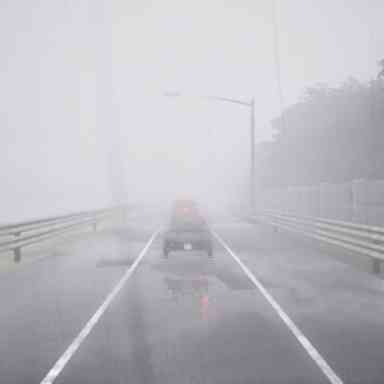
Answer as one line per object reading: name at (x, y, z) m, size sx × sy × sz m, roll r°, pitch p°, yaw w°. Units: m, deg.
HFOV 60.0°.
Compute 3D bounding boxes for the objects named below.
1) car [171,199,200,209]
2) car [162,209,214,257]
car at (-0.541, 1.552, 27.685) m, size 2.150 × 2.045 × 5.566 m, roll 0°, pitch 0°, yaw 0°
car at (-0.180, 1.658, 13.605) m, size 2.128 × 1.511 × 4.902 m, roll 0°, pitch -1°, yaw -1°
